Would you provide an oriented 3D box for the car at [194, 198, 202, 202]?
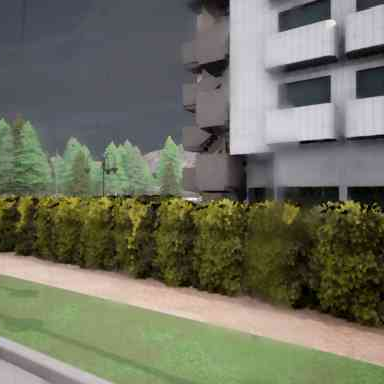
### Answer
[{"bbox_3d":[1.817,1.547,45.648,2.033,1.411,5.357,0,0,35],"label":"car"}]
